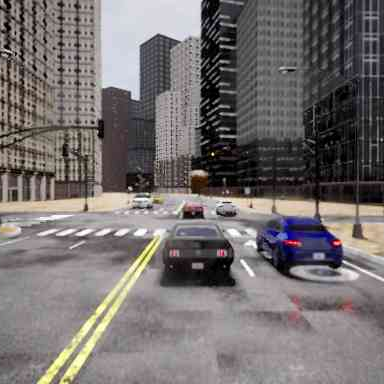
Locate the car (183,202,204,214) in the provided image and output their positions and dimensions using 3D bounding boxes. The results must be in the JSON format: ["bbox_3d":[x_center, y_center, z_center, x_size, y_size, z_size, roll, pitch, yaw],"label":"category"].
[{"bbox_3d":[0.124,1.565,31.241,1.895,1.301,4.718,0,0,0],"label":"car"}]

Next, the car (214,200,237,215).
[{"bbox_3d":[3.370,1.495,33.834,1.812,1.442,4.674,0,0,0],"label":"car"}]

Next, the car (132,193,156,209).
[{"bbox_3d":[-6.564,1.173,44.423,2.150,2.045,5.566,0,0,0],"label":"car"}]

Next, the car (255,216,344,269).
[{"bbox_3d":[3.348,1.519,11.020,1.812,1.442,4.674,0,0,1],"label":"car"}]

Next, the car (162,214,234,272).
[{"bbox_3d":[0.109,1.595,10.696,1.895,1.301,4.718,0,0,-1],"label":"car"}]

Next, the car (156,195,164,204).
[{"bbox_3d":[-6.481,1.385,63.862,1.882,1.535,5.008,0,0,0],"label":"car"}]
